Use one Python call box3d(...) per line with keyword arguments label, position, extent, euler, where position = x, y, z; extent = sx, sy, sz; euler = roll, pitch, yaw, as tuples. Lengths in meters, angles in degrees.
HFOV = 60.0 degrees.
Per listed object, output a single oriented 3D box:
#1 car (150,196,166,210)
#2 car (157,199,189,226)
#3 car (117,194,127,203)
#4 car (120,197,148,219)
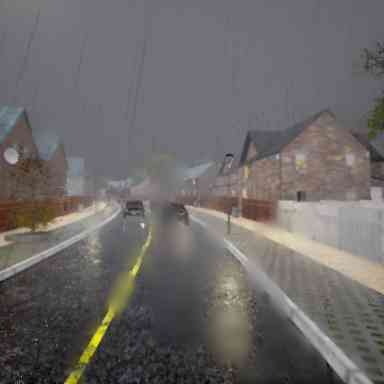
box3d(label="car", position=(-4.192, 1.313, 41.955), extent=(2.097, 1.767, 4.553), euler=(0, 0, -11))
box3d(label="car", position=(-1.275, 1.461, 22.827), extent=(1.837, 1.490, 4.892), euler=(0, 0, -6))
box3d(label="car", position=(-14.257, 1.397, 69.000), extent=(2.097, 1.767, 4.553), euler=(0, 0, -18))
box3d(label="car", position=(-4.952, 1.452, 28.765), extent=(1.837, 1.490, 4.892), euler=(0, 0, -8))
